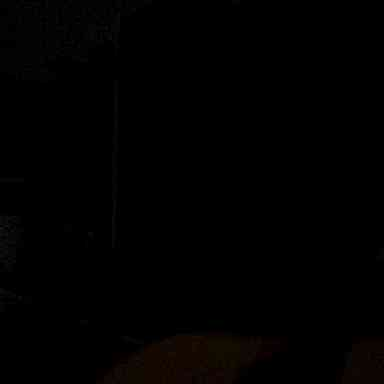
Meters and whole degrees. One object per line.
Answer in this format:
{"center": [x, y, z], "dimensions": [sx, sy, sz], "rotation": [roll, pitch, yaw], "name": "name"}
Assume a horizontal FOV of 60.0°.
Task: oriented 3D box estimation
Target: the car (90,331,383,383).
{"center": [1.257, 1.528, 1.890], "dimensions": [4.829, 1.417, 1.752], "rotation": [1, 1, 36], "name": "car"}
